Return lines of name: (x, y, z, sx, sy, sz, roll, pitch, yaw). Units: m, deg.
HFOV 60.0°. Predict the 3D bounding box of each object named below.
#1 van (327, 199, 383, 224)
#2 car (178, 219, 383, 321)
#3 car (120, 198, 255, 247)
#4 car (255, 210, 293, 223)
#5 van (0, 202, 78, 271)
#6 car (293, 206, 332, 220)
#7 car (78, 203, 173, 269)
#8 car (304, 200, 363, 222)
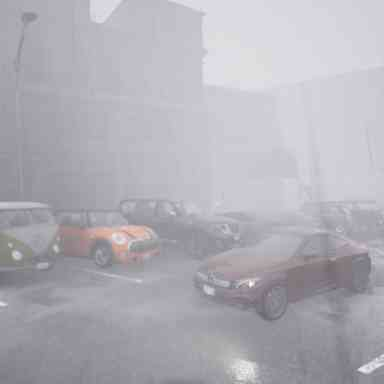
van: (9.073, 1.428, 19.979, 4.442, 1.987, 1.878, -1, -2, 34)
car: (2.205, 1.545, 7.419, 4.674, 1.442, 1.812, 0, 0, -36)
car: (-0.720, 1.271, 13.043, 5.566, 2.045, 2.435, -1, -1, 34)
car: (1.659, 1.576, 14.805, 4.792, 1.488, 2.163, -1, -1, 34)
van: (-5.517, 1.269, 9.497, 4.442, 1.987, 1.878, -1, 0, 35)
car: (4.118, 1.616, 16.533, 4.674, 1.452, 2.002, -1, -1, 34)
car: (-3.206, 1.378, 11.324, 4.553, 1.767, 2.185, -1, -1, 35)
car: (6.568, 1.487, 18.267, 4.553, 1.767, 2.185, -1, -1, 34)
